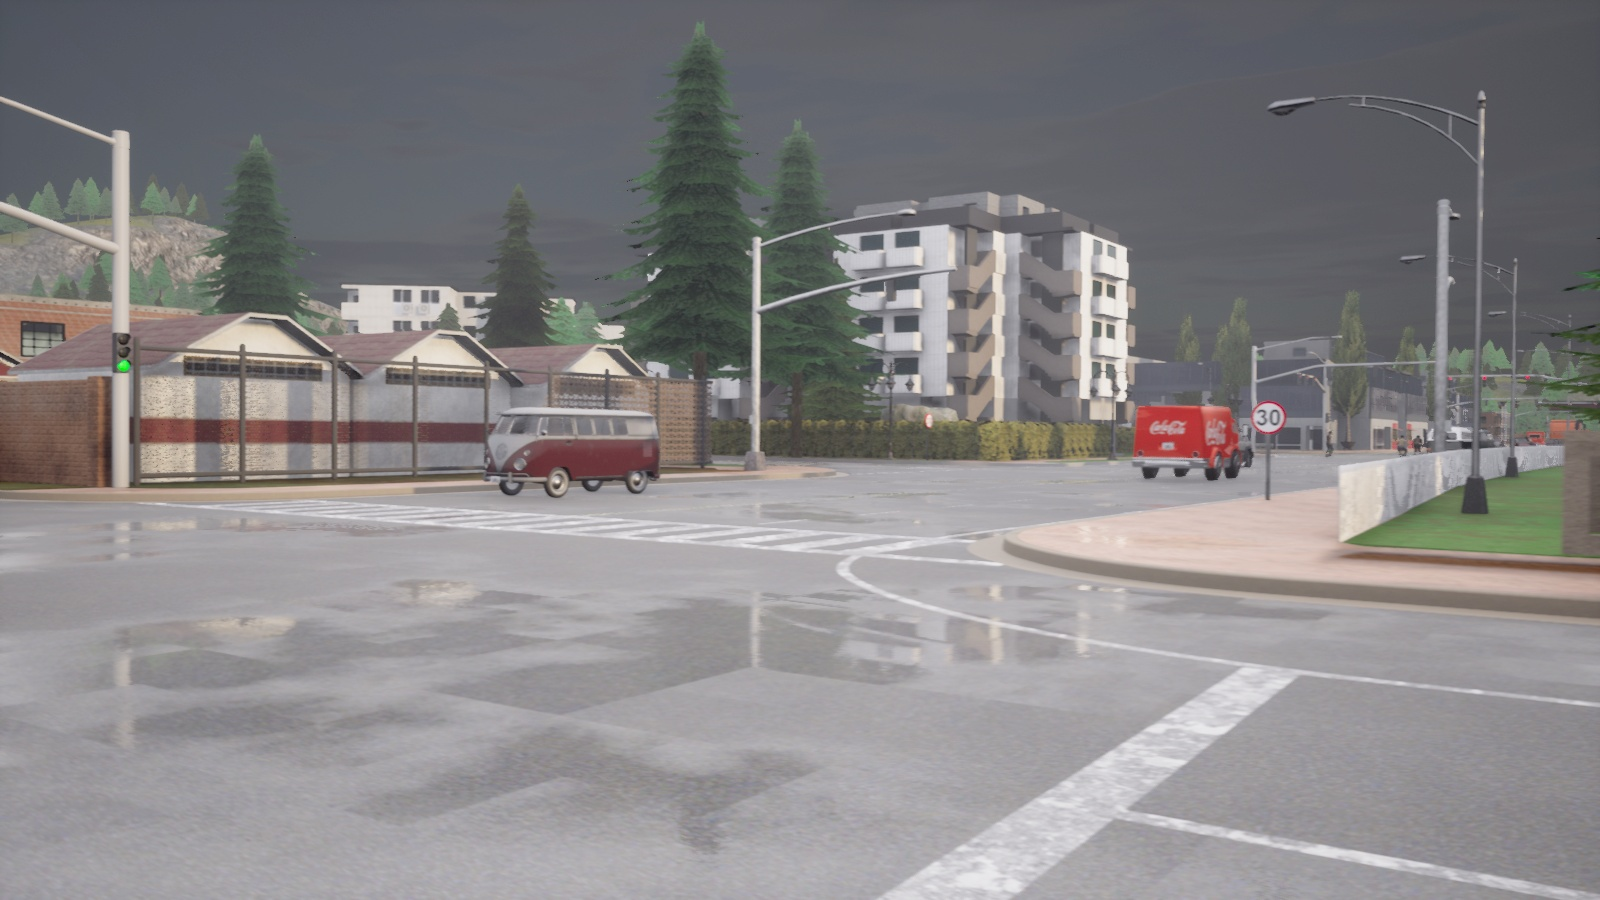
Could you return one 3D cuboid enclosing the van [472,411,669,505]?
[{"bbox_3d":[-5.149,0.127,28.795,1.775,1.987,4.442,0,1,35],"label":"van"}]

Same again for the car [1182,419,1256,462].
[{"bbox_3d":[18.955,-0.444,56.703,1.932,1.855,4.605,0,1,35],"label":"car"}]

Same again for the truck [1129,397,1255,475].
[{"bbox_3d":[13.488,-0.496,42.956,2.627,2.467,5.204,0,1,35],"label":"truck"}]

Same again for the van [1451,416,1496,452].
[{"bbox_3d":[39.447,-0.946,73.476,1.775,1.987,4.442,0,1,35],"label":"van"}]

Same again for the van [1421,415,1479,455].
[{"bbox_3d":[34.350,-0.823,66.297,2.069,2.038,4.480,0,1,35],"label":"van"}]
